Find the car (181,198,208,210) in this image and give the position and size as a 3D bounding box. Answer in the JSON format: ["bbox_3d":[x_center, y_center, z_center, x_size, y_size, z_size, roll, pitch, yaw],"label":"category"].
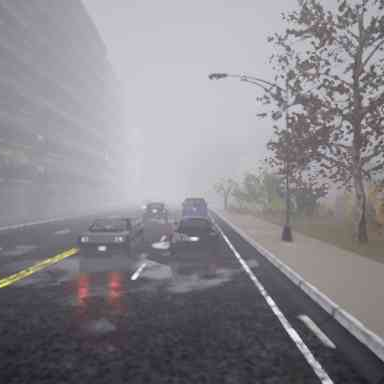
[{"bbox_3d":[0.246,1.496,28.900,2.150,2.045,5.566,0,0,1],"label":"car"}]

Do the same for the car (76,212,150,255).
[{"bbox_3d":[-3.151,1.735,14.019,1.895,1.301,4.718,0,-1,1],"label":"car"}]

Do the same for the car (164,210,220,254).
[{"bbox_3d":[0.103,1.701,14.177,1.994,1.385,4.181,0,-1,1],"label":"car"}]

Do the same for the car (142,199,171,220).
[{"bbox_3d":[-3.002,1.629,28.995,2.097,1.767,4.553,0,-1,1],"label":"car"}]

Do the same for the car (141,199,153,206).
[{"bbox_3d":[-9.519,2.213,70.890,2.128,1.511,4.902,0,-1,-1],"label":"car"}]

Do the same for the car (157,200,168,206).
[{"bbox_3d":[-6.270,2.284,70.980,1.895,1.301,4.718,0,-1,-1],"label":"car"}]
